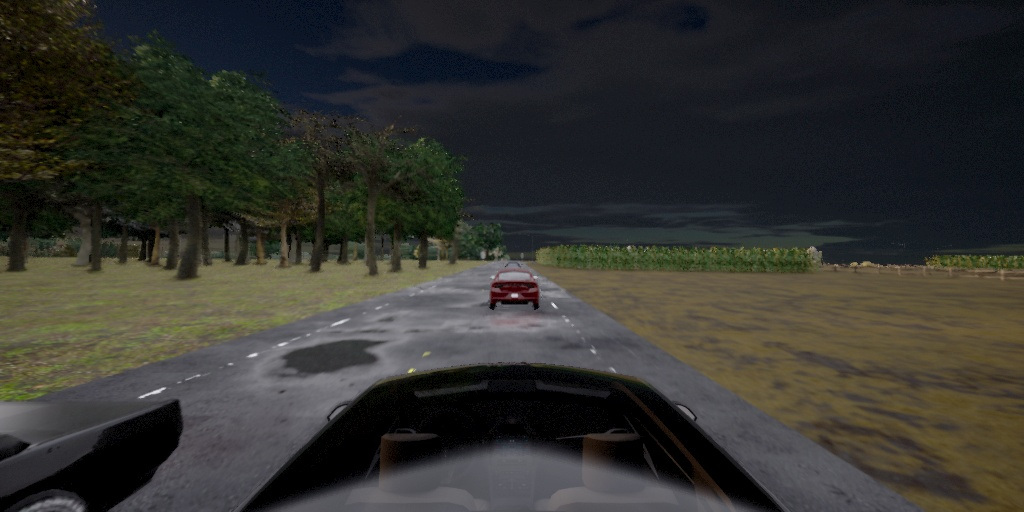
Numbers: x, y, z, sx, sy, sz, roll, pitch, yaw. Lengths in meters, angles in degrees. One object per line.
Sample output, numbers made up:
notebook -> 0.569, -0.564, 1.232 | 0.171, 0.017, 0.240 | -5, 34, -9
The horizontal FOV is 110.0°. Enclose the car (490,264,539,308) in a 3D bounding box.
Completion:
car -> 0.094, 1.280, 15.492 | 1.882, 1.535, 5.008 | 0, 0, 0

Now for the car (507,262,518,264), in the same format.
car -> 0.083, 1.387, 39.296 | 1.994, 1.385, 4.181 | 0, 0, 0

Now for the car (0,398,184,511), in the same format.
car -> -3.591, 1.346, 0.628 | 1.895, 1.301, 4.718 | 0, 0, 0
